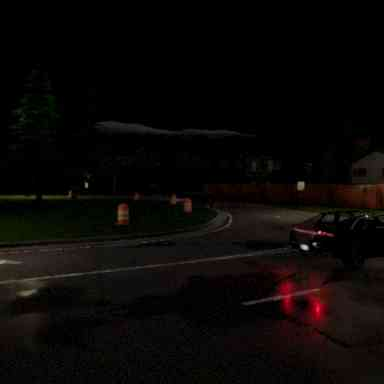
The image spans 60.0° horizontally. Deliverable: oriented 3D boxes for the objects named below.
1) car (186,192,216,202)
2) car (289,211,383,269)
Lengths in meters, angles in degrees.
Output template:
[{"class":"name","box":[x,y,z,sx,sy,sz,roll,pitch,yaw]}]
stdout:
[{"class":"car","box":[1.153,0.694,45.893,1.895,1.301,4.718,0,1,-32]},{"class":"car","box":[5.304,1.348,10.492,4.902,1.511,2.128,0,1,-28]}]
